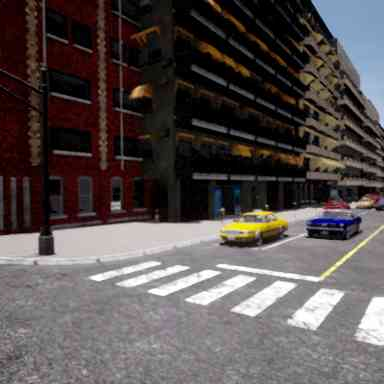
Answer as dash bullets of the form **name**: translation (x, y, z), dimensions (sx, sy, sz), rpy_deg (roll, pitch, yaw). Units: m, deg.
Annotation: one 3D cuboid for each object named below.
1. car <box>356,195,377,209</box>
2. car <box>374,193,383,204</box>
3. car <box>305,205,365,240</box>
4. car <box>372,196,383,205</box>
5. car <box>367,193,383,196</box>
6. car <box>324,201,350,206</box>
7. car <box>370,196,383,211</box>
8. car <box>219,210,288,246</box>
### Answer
- **car**: translation (22.473, 1.457, 43.260), dimensions (1.752, 1.417, 4.829), rpy_deg (-1, -1, 35)
- **car**: translation (35.572, 1.198, 61.955), dimensions (2.192, 1.841, 5.009), rpy_deg (-1, -1, 35)
- **car**: translation (7.385, 1.581, 17.196), dimensions (1.895, 1.301, 4.718), rpy_deg (0, 0, 35)
- **car**: translation (32.326, 1.441, 57.315), dimensions (1.887, 1.381, 4.507), rpy_deg (-1, -1, 35)
- **car**: translation (25.819, 1.235, 48.040), dimensions (2.192, 1.841, 5.009), rpy_deg (-1, -1, 35)
- **car**: translation (12.819, 1.509, 29.483), dimensions (1.887, 1.381, 4.507), rpy_deg (-1, -1, 35)
- **car**: translation (22.770, 1.478, 39.043), dimensions (2.033, 1.411, 5.357), rpy_deg (0, 0, 36)
- **car**: translation (2.967, 1.518, 15.428), dimensions (1.752, 1.417, 4.829), rpy_deg (-1, -1, 35)
